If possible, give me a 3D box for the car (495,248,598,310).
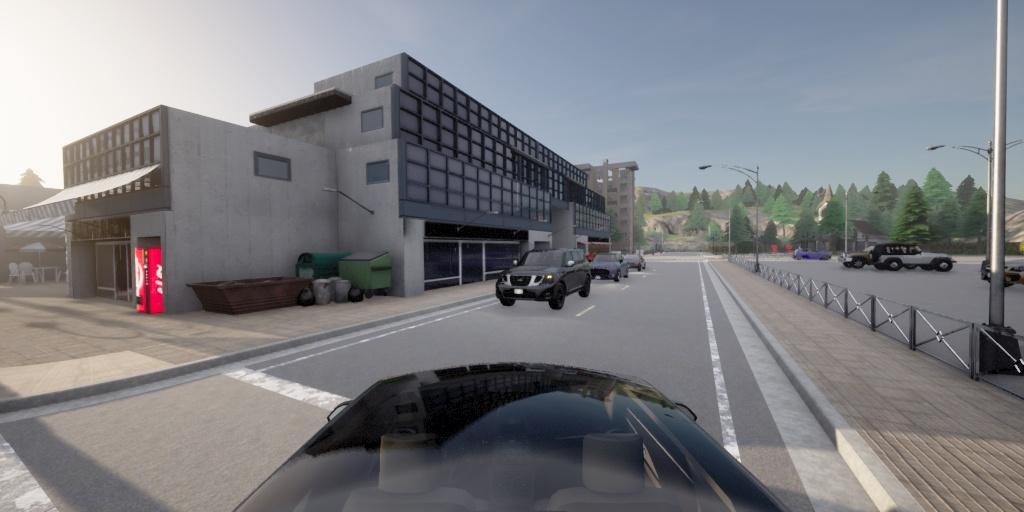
[{"bbox_3d":[1.469,0.715,13.885,2.150,2.045,5.566,0,1,27],"label":"car"}]

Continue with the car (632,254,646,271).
[{"bbox_3d":[10.652,0.521,31.730,1.812,1.442,4.674,0,1,27],"label":"car"}]

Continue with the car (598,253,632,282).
[{"bbox_3d":[5.968,0.601,22.633,2.097,1.767,4.553,0,1,27],"label":"car"}]
